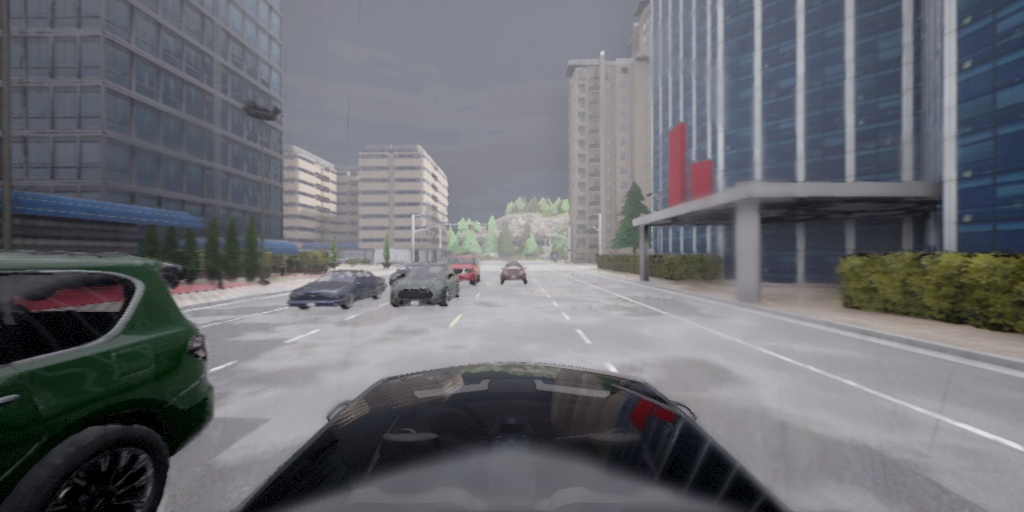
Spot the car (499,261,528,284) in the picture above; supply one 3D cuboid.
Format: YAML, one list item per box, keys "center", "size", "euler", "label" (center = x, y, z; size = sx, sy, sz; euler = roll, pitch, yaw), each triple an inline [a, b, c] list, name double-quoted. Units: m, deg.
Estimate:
- center: [0.125, 1.237, 26.298]
  size: [1.812, 1.442, 4.674]
  euler: [0, 0, 0]
  label: "car"

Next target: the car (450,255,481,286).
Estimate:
- center: [-3.464, 0.948, 25.419]
  size: [2.150, 2.045, 5.566]
  euler: [0, 0, 0]
  label: "car"

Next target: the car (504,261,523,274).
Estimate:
- center: [0.150, 1.253, 39.921]
  size: [1.994, 1.385, 4.181]
  euler: [0, 0, 1]
  label: "car"

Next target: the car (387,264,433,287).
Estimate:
- center: [-6.968, 1.295, 24.935]
  size: [1.994, 1.385, 4.181]
  euler: [0, 0, 1]
  label: "car"

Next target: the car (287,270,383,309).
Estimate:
- center: [-6.976, 1.297, 15.100]
  size: [2.033, 1.411, 5.357]
  euler: [0, 0, 0]
  label: "car"

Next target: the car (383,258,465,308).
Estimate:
- center: [-3.476, 1.092, 15.121]
  size: [2.097, 1.767, 4.553]
  euler: [0, 0, 0]
  label: "car"

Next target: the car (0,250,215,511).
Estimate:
- center: [-3.611, 0.983, 0.712]
  size: [2.150, 2.045, 5.566]
  euler: [0, 0, 0]
  label: "car"
